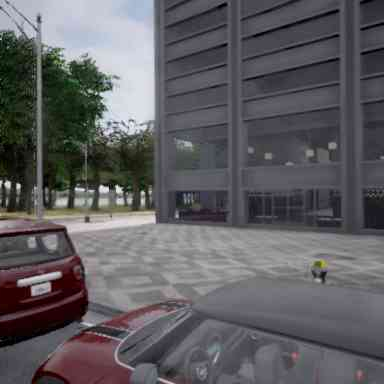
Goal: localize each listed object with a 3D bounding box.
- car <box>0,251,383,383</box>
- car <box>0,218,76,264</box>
[{"bbox_3d":[0.504,1.450,2.603,4.097,1.590,1.967,-1,0,36],"label":"car"},{"bbox_3d":[-3.923,1.382,5.763,5.009,1.841,2.192,-1,0,36],"label":"car"}]
